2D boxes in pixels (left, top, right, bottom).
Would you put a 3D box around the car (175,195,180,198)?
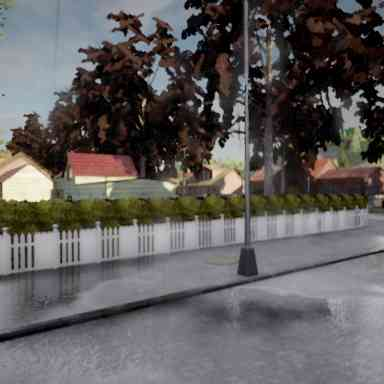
[{"bbox_3d":[-3.297,1.282,57.277,1.812,1.442,4.674,-1,0,-35],"label":"car"}]
